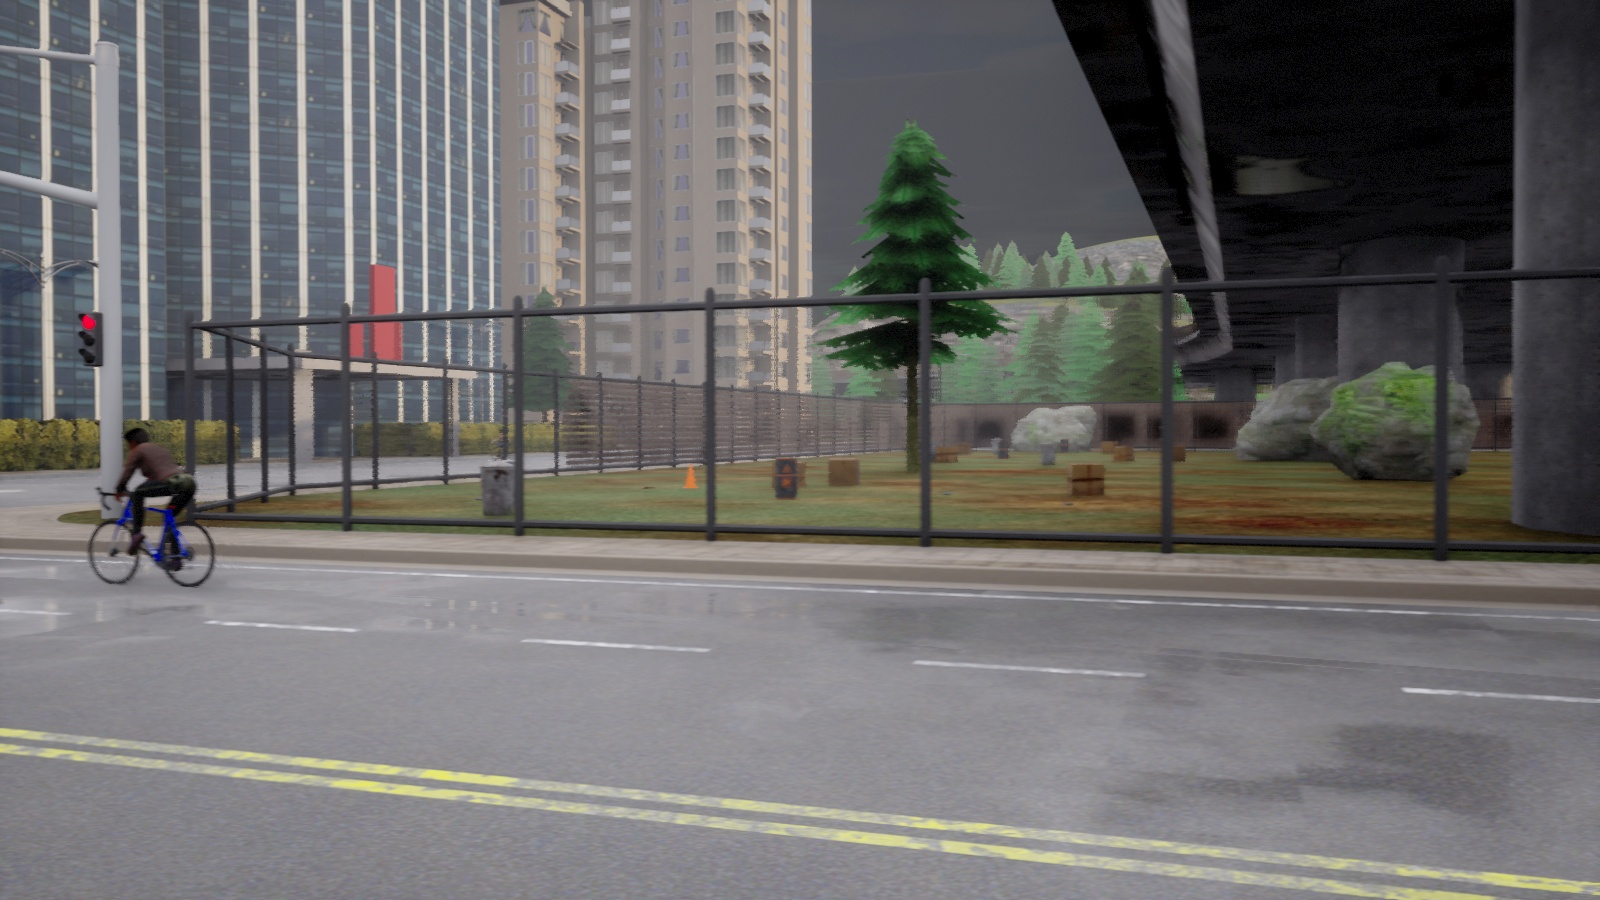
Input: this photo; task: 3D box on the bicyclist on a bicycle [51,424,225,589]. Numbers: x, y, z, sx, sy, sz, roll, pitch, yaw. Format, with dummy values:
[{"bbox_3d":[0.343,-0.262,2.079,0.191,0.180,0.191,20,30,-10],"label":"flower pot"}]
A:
[{"bbox_3d":[-6.780,0.548,12.864,1.656,1.620,0.582,0,1,18],"label":"bicyclist on a bicycle"}]
